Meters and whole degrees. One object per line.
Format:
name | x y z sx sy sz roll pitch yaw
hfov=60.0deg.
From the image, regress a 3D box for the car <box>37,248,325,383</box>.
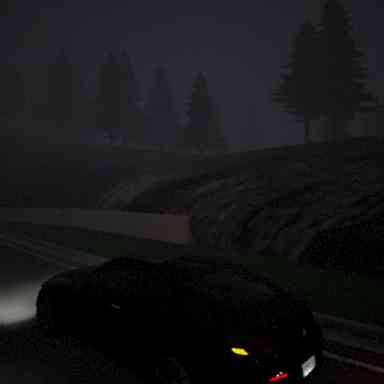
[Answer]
car | -0.539 1.568 4.859 4.674 1.442 1.812 -1 0 42
